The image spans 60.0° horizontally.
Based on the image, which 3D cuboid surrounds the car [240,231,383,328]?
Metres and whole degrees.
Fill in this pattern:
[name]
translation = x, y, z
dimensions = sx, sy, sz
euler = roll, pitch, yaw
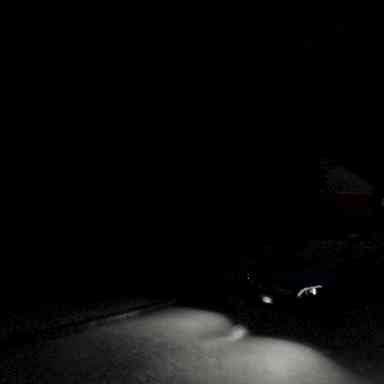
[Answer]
[car]
translation = 3.085, 1.654, 7.420
dimensions = 4.674, 1.442, 1.812
euler = 1, -1, -41
